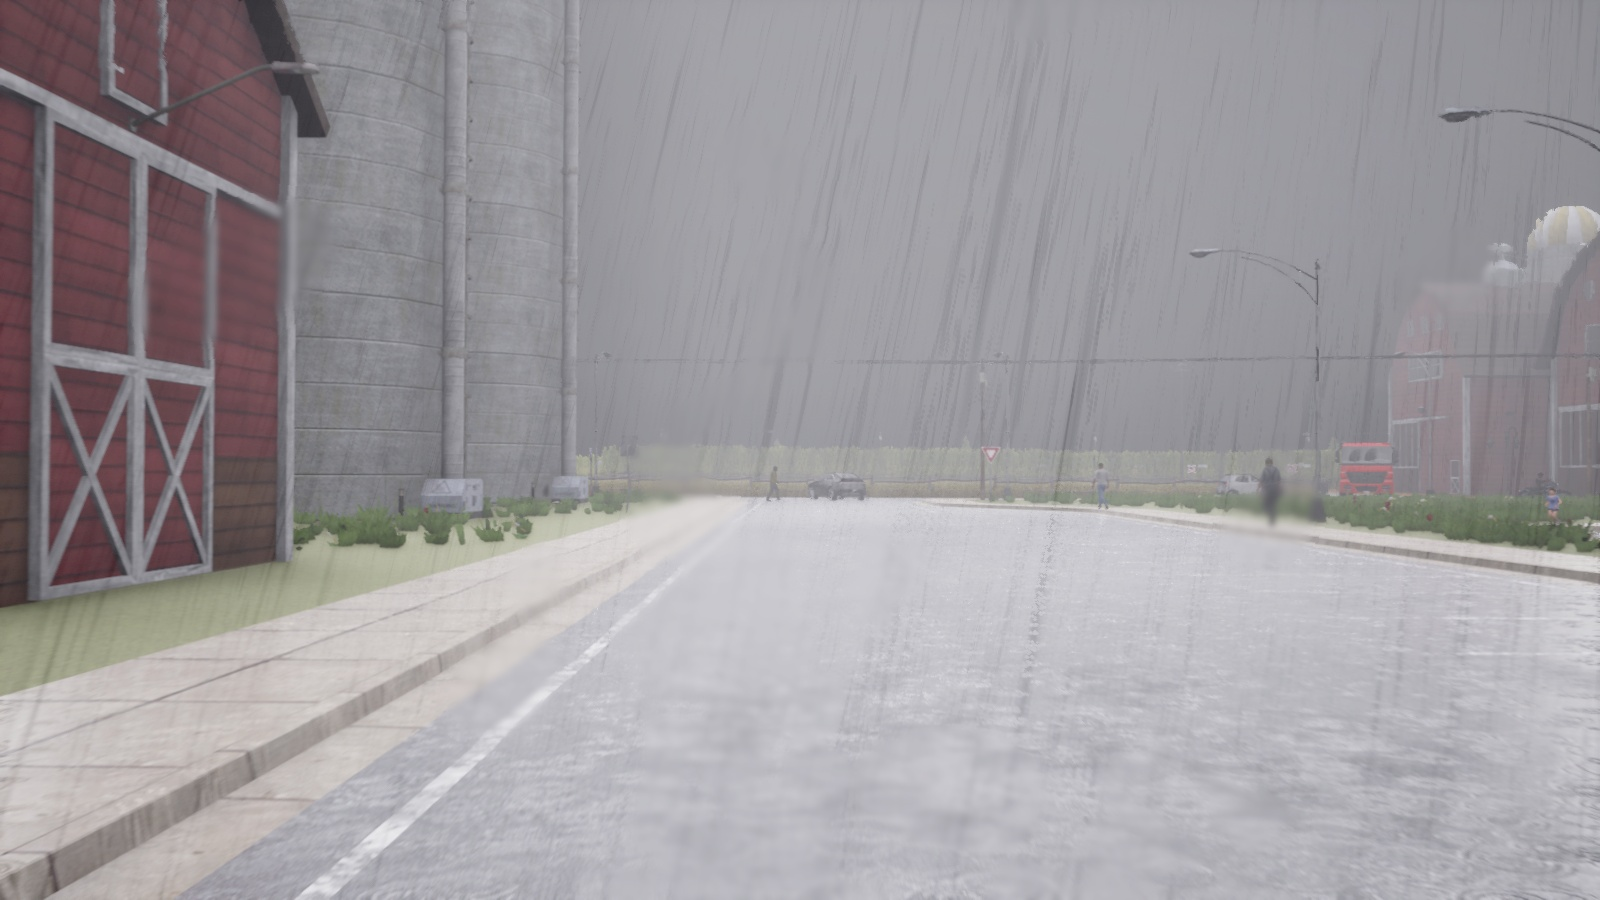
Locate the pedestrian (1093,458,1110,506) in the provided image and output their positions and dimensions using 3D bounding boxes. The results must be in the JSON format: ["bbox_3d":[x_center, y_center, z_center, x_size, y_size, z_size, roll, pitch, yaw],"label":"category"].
[{"bbox_3d":[11.553,1.229,48.119,0.354,1.836,0.706,0,-1,-15],"label":"pedestrian"}]

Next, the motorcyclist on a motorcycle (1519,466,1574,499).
[{"bbox_3d":[38.105,1.647,64.109,2.350,1.649,0.766,-1,-1,37],"label":"motorcyclist on a motorcycle"}]

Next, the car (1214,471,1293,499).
[{"bbox_3d":[24.638,1.874,68.344,3.633,1.501,1.845,0,-1,0],"label":"car"}]

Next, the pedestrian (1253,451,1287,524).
[{"bbox_3d":[12.114,0.963,32.355,0.540,1.848,0.694,0,-1,-7],"label":"pedestrian"}]

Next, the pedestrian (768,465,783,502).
[{"bbox_3d":[-1.229,1.667,62.901,0.726,1.835,0.370,0,-1,5],"label":"pedestrian"}]

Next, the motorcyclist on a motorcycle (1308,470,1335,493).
[{"bbox_3d":[36.074,2.160,86.909,0.866,1.530,2.191,0,-1,-3],"label":"motorcyclist on a motorcycle"}]

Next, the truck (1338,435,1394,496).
[{"bbox_3d":[34.345,0.973,76.316,2.891,3.462,7.936,-1,-1,24],"label":"truck"}]

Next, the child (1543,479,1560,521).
[{"bbox_3d":[20.021,1.330,33.446,0.394,1.110,0.255,0,-1,-36],"label":"child"}]

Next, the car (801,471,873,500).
[{"bbox_3d":[1.946,1.899,67.882,2.128,1.511,4.902,0,-1,-21],"label":"car"}]
